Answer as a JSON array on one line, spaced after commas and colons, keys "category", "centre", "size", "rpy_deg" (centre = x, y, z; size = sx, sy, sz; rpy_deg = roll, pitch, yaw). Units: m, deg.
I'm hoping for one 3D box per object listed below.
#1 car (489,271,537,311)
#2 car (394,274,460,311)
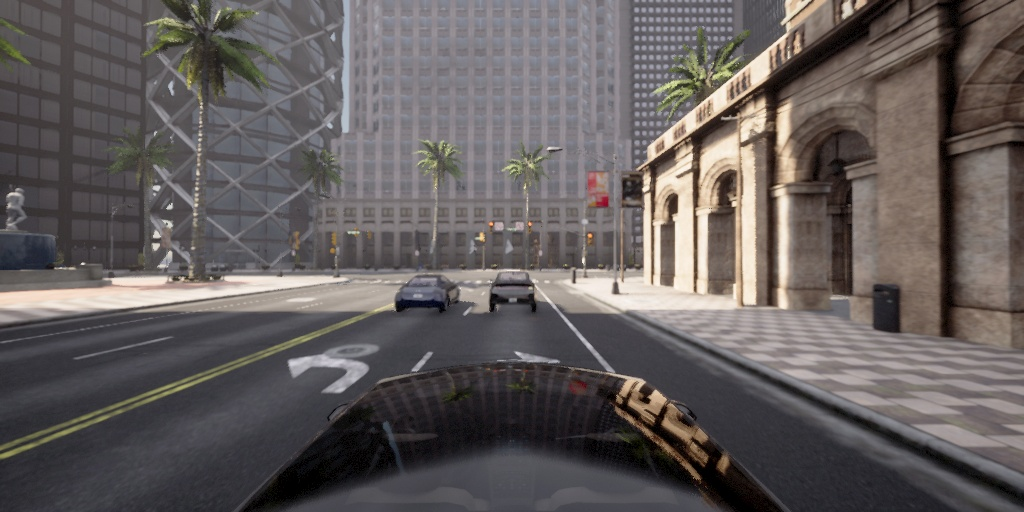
[{"category": "car", "centre": [0.055, 1.395, 15.261], "size": [2.128, 1.511, 4.902], "rpy_deg": [0, 0, 1]}, {"category": "car", "centre": [-3.446, 1.466, 15.240], "size": [1.994, 1.385, 4.181], "rpy_deg": [0, -1, 1]}]
